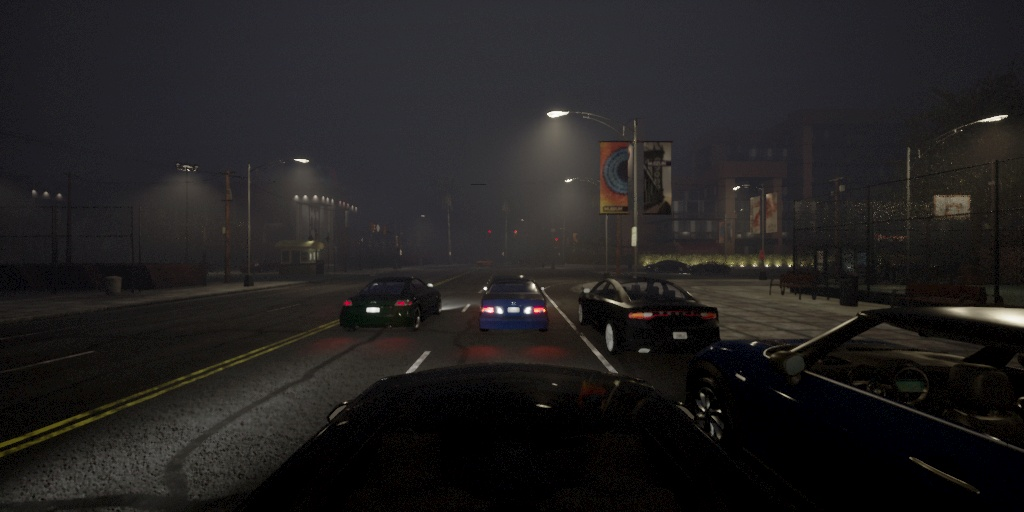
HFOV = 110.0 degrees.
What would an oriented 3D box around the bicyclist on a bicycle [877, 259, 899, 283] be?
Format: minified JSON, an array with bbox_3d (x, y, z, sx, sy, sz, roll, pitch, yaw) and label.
[{"bbox_3d":[26.060,1.042,24.978,0.582,1.620,1.656,0,0,-1],"label":"bicyclist on a bicycle"}]

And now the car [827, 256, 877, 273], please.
[{"bbox_3d":[40.710,0.958,43.042,5.566,2.045,2.150,0,0,0],"label":"car"}]

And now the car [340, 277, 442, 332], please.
[{"bbox_3d":[-3.444,1.311,10.930,1.994,1.385,4.181,0,0,0],"label":"car"}]

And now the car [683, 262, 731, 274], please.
[{"bbox_3d":[21.608,1.300,39.417,4.181,1.385,1.994,0,0,-1],"label":"car"}]

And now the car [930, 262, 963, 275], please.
[{"bbox_3d":[45.154,1.302,36.046,4.181,1.385,1.994,0,0,-1],"label":"car"}]

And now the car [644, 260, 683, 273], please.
[{"bbox_3d":[18.395,1.240,42.908,4.892,1.490,1.837,0,0,0],"label":"car"}]

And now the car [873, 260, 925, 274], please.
[{"bbox_3d":[43.396,1.337,39.544,4.718,1.301,1.895,0,0,0],"label":"car"}]

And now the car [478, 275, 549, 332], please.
[{"bbox_3d":[0.055,1.294,10.827,2.033,1.411,5.357,0,0,0],"label":"car"}]
